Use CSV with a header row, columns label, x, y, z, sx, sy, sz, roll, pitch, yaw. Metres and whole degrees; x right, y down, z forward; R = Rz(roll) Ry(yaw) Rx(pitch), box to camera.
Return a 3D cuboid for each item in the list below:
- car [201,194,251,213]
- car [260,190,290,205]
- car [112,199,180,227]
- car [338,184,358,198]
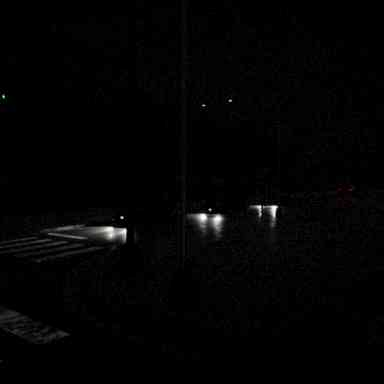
label,x,y,z,sx,sy,sz,roll,pitch,yaw
car,2.863,0.858,26.746,2.033,1.411,5.357,0,2,35
car,8.868,0.556,35.211,1.837,1.490,4.892,0,2,35
car,-2.546,1.117,19.113,1.994,1.385,4.181,0,2,35
car,24.361,-0.220,51.971,2.150,2.045,5.566,0,2,35
